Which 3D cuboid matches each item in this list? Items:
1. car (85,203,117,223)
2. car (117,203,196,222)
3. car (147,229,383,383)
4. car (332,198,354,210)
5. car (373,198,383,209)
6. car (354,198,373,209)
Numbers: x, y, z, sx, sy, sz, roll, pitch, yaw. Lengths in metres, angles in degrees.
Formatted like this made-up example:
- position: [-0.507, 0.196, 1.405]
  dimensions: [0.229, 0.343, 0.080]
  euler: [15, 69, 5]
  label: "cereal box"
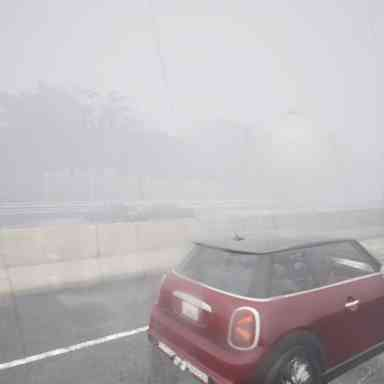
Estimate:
- position: [-5.906, 1.560, 25.293]
  dimensions: [4.181, 1.385, 1.994]
  euler: [0, 0, -37]
  label: "car"
- position: [-2.289, 1.544, 23.823]
  dimensions: [5.357, 1.411, 2.033]
  euler: [0, 0, -35]
  label: "car"
- position: [1.710, 1.349, 4.958]
  dimensions: [4.553, 1.767, 2.097]
  euler: [0, 0, -35]
  label: "car"
- position: [20.483, 1.541, 44.111]
  dimensions: [4.674, 1.442, 1.812]
  euler: [0, 0, -35]
  label: "car"
- position: [19.005, 1.501, 30.270]
  dimensions: [4.902, 1.511, 2.128]
  euler: [0, 0, -35]
  label: "car"
- position: [22.724, 1.523, 41.409]
  dimensions: [4.892, 1.490, 1.837]
  euler: [1, 0, -35]
  label: "car"
